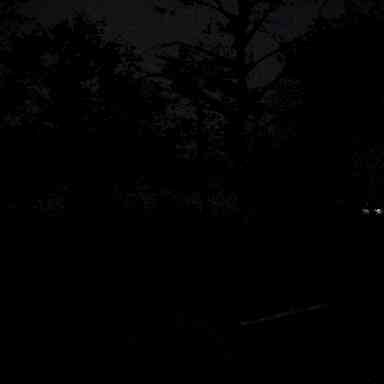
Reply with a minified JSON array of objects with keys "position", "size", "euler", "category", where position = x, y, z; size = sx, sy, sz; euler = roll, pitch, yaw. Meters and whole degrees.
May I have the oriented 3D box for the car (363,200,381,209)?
[{"position":[25.884,1.808,47.975],"size":[1.895,1.301,4.718],"euler":[0,0,23],"category":"car"}]
